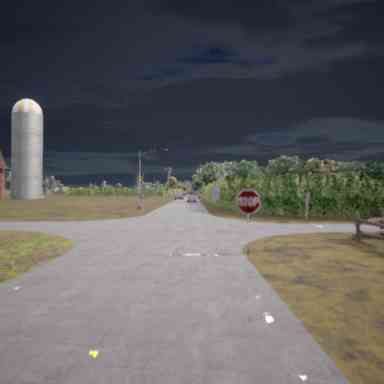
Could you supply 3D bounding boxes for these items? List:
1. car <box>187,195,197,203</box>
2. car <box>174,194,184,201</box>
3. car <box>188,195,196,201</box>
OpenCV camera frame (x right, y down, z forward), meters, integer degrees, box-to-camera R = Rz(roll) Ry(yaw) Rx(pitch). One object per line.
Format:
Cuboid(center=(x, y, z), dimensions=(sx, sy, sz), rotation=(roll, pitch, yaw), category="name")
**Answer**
Cuboid(center=(-0.035, 1.567, 68.497), dimensions=(1.994, 1.385, 4.181), rotation=(0, 0, 0), category="car")
Cuboid(center=(-2.787, 1.174, 72.673), dimensions=(1.994, 1.385, 4.181), rotation=(0, 0, 0), category="car")
Cuboid(center=(-0.040, 1.431, 78.534), dimensions=(1.895, 1.301, 4.718), rotation=(0, 0, 0), category="car")
